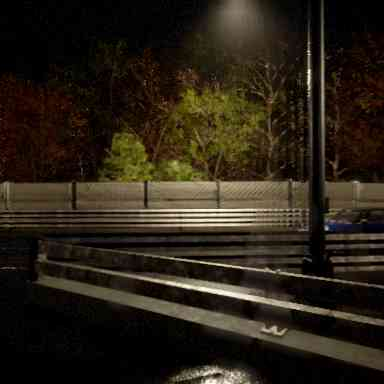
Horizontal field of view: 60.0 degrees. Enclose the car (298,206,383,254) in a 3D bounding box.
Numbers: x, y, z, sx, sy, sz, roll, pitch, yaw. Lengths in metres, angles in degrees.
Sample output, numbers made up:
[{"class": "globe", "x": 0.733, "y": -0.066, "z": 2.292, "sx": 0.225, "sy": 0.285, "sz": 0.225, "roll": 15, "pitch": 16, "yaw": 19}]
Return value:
[{"class": "car", "x": 6.325, "y": 1.343, "z": 12.619, "sx": 4.553, "sy": 1.767, "sz": 2.097, "roll": 0, "pitch": 0, "yaw": -6}]
